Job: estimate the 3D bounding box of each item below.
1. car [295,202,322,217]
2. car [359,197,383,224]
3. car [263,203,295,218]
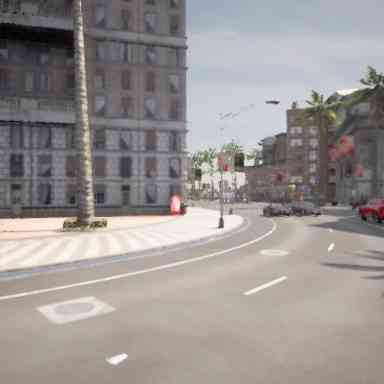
[{"bbox_3d":[12.228,1.822,35.657,1.837,1.490,4.892,0,-1,-3],"label":"car"},{"bbox_3d":[15.503,1.445,27.025,2.150,2.045,5.566,0,-1,9],"label":"car"},{"bbox_3d":[8.752,1.879,34.500,1.994,1.385,4.181,0,-1,-2],"label":"car"}]
